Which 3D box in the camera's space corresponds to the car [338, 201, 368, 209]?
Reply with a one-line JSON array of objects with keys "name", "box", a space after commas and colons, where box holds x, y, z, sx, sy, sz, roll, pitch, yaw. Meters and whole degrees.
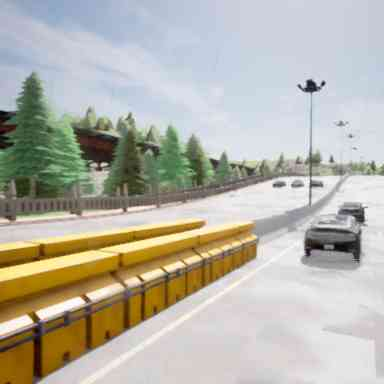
[{"name": "car", "box": [12.669, 1.512, 26.316, 1.837, 1.490, 4.892, 0, 3, 28]}]

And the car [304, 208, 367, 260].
[{"name": "car", "box": [5.700, 1.628, 13.161, 2.128, 1.511, 4.902, 0, 0, 28]}]

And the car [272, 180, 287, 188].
[{"name": "car", "box": [16.833, -1.589, 64.109, 1.895, 1.301, 4.718, 0, 6, 28]}]

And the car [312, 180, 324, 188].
[{"name": "car", "box": [22.849, -1.549, 60.553, 1.994, 1.385, 4.181, 0, 6, 28]}]

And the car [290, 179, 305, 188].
[{"name": "car", "box": [19.755, -1.606, 62.174, 1.812, 1.442, 4.674, 0, 6, 28]}]
